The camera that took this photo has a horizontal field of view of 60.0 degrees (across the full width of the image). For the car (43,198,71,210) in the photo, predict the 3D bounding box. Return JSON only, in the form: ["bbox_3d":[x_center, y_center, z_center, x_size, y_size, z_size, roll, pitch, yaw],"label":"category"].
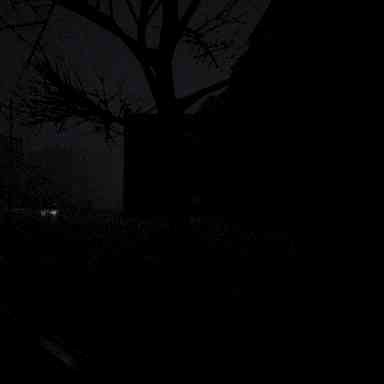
[{"bbox_3d":[-18.735,1.656,46.429,1.837,1.490,4.892,1,0,10],"label":"car"}]
